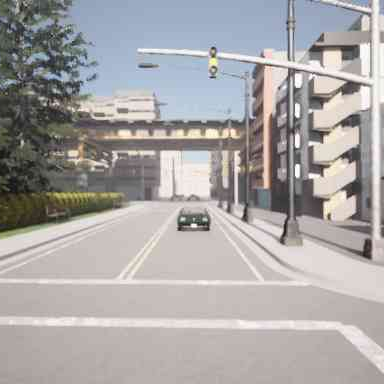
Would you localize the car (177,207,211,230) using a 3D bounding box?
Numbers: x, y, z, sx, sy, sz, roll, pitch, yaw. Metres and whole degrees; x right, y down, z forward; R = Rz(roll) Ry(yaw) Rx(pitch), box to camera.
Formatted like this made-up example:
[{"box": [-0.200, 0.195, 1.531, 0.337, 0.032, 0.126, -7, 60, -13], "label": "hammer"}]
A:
[{"box": [0.108, 1.557, 20.578, 1.895, 1.301, 4.718, 0, 0, 0], "label": "car"}]

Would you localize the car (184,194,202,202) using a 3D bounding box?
[{"box": [0.554, 1.343, 74.836, 2.038, 1.542, 4.974, 0, 0, -20], "label": "car"}]

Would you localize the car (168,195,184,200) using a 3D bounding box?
[{"box": [-3.585, 1.198, 75.193, 1.853, 1.218, 4.536, 0, 0, 25], "label": "car"}]

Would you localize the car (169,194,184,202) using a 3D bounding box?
[{"box": [-3.606, 1.355, 75.146, 2.038, 1.542, 4.974, 0, 0, 25], "label": "car"}]

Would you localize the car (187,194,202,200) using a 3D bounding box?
[{"box": [0.535, 1.185, 74.885, 1.853, 1.218, 4.536, 0, 0, -20], "label": "car"}]
